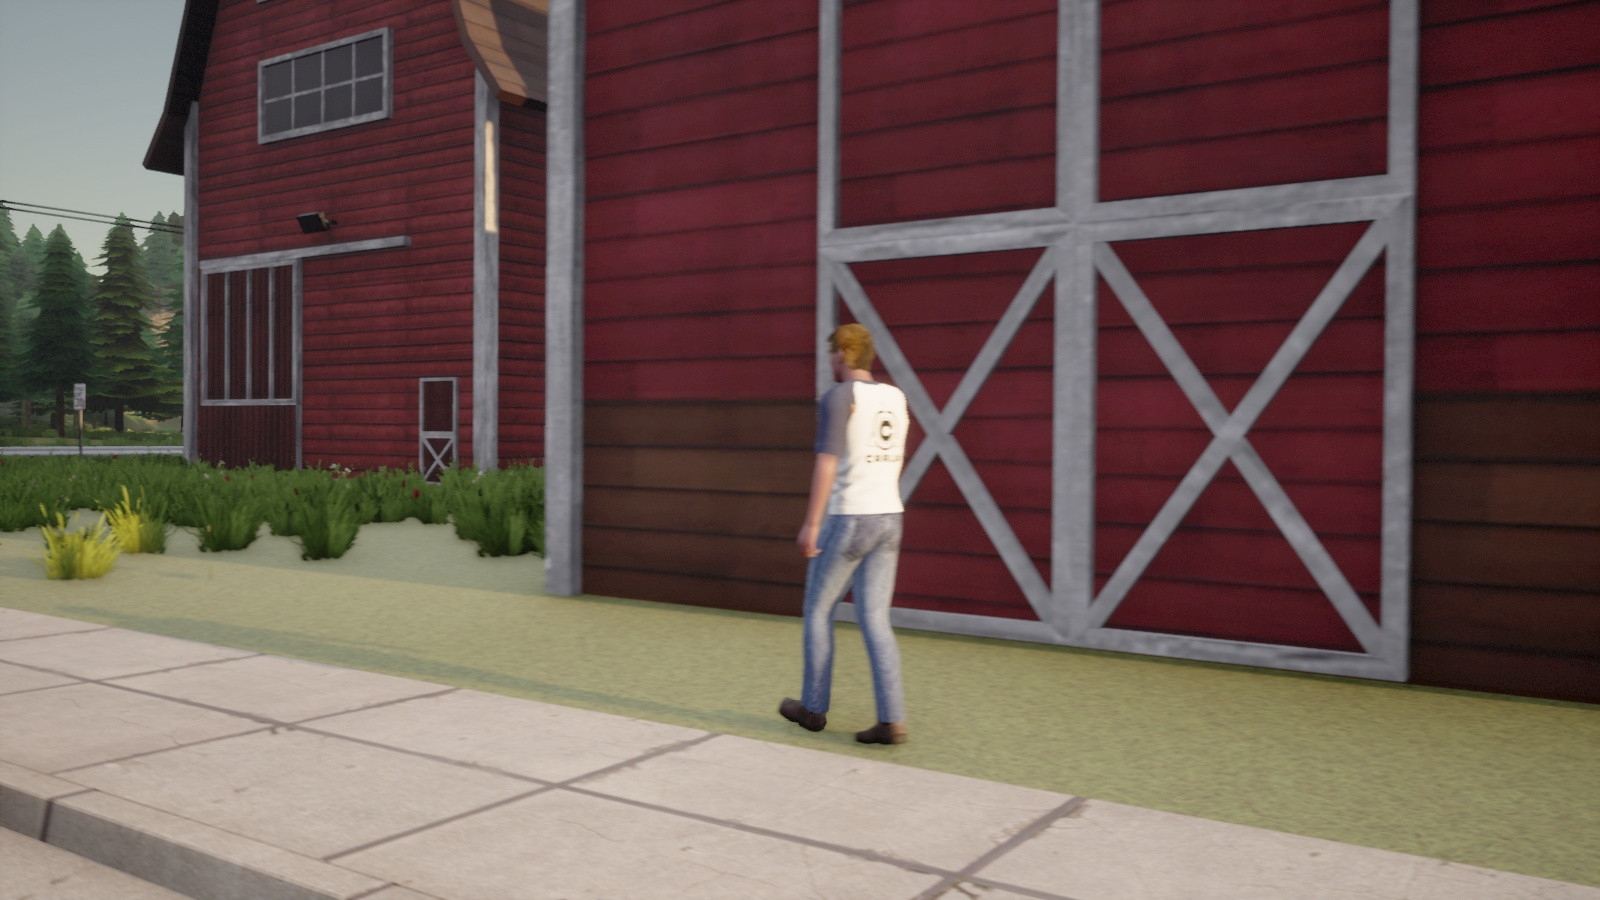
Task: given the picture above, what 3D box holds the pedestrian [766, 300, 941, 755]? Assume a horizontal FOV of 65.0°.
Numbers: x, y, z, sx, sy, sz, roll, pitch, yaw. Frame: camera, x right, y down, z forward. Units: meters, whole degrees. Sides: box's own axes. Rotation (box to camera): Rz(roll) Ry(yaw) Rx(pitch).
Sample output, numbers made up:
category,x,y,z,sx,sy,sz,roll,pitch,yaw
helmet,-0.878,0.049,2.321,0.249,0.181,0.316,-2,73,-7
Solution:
category,x,y,z,sx,sy,sz,roll,pitch,yaw
pedestrian,0.223,0.309,5.440,0.354,1.836,0.706,-1,1,-41
